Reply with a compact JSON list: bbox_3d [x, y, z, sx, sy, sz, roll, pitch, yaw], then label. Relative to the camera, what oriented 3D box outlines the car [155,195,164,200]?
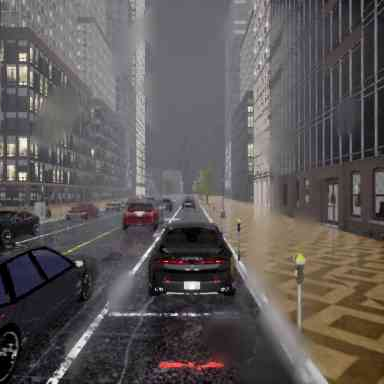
[{"bbox_3d":[-8.832,1.504,89.799,1.947,1.339,4.313,0,0,0],"label":"car"}]

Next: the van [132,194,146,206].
[{"bbox_3d":[-8.832,1.315,55.645,1.690,1.788,3.998,0,0,0],"label":"van"}]

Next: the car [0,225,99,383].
[{"bbox_3d":[-3.044,1.547,5.189,2.033,1.411,5.357,0,0,0],"label":"car"}]

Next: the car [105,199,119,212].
[{"bbox_3d":[-8.833,1.537,38.569,2.008,1.369,4.403,0,0,0],"label":"car"}]

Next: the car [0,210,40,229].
[{"bbox_3d":[-8.833,1.563,15.800,1.947,1.339,4.313,0,0,0],"label":"car"}]

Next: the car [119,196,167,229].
[{"bbox_3d":[-3.047,1.347,21.490,2.097,1.767,4.553,0,0,0],"label":"car"}]

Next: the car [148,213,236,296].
[{"bbox_3d":[0.000,1.503,8.649,1.837,1.490,4.892,0,0,0],"label":"car"}]

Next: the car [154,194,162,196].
[{"bbox_3d":[-8.832,1.391,78.413,1.967,1.590,4.097,0,0,0],"label":"car"}]

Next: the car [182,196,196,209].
[{"bbox_3d":[-0.452,1.548,44.248,1.947,1.339,4.313,0,0,0],"label":"car"}]

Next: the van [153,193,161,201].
[{"bbox_3d":[-8.831,1.286,84.106,1.690,1.788,3.998,0,0,0],"label":"van"}]

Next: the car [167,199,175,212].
[{"bbox_3d":[-3.145,1.511,39.208,1.812,1.442,4.674,0,0,0],"label":"car"}]

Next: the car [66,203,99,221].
[{"bbox_3d":[-8.832,1.575,27.183,1.802,1.307,4.206,0,0,0],"label":"car"}]

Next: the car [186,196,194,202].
[{"bbox_3d":[-0.452,1.533,78.399,1.802,1.307,4.206,0,0,0],"label":"car"}]

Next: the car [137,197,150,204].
[{"bbox_3d":[-8.833,1.550,61.338,1.802,1.307,4.206,0,0,0],"label":"car"}]
